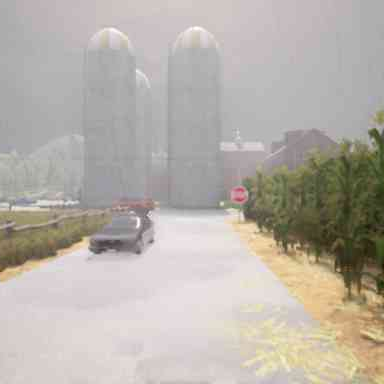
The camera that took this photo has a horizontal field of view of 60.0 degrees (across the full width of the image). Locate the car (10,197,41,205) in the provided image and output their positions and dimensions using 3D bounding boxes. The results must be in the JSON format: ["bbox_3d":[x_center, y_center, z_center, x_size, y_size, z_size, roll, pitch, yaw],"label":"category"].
[{"bbox_3d":[-34.595,1.817,68.922,4.611,1.667,2.242,0,0,2],"label":"car"}]

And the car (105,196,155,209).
[{"bbox_3d":[-7.024,1.456,37.755,5.566,2.045,2.150,0,0,14],"label":"car"}]

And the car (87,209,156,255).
[{"bbox_3d":[-2.721,1.679,14.287,2.033,1.411,5.357,0,0,2],"label":"car"}]
